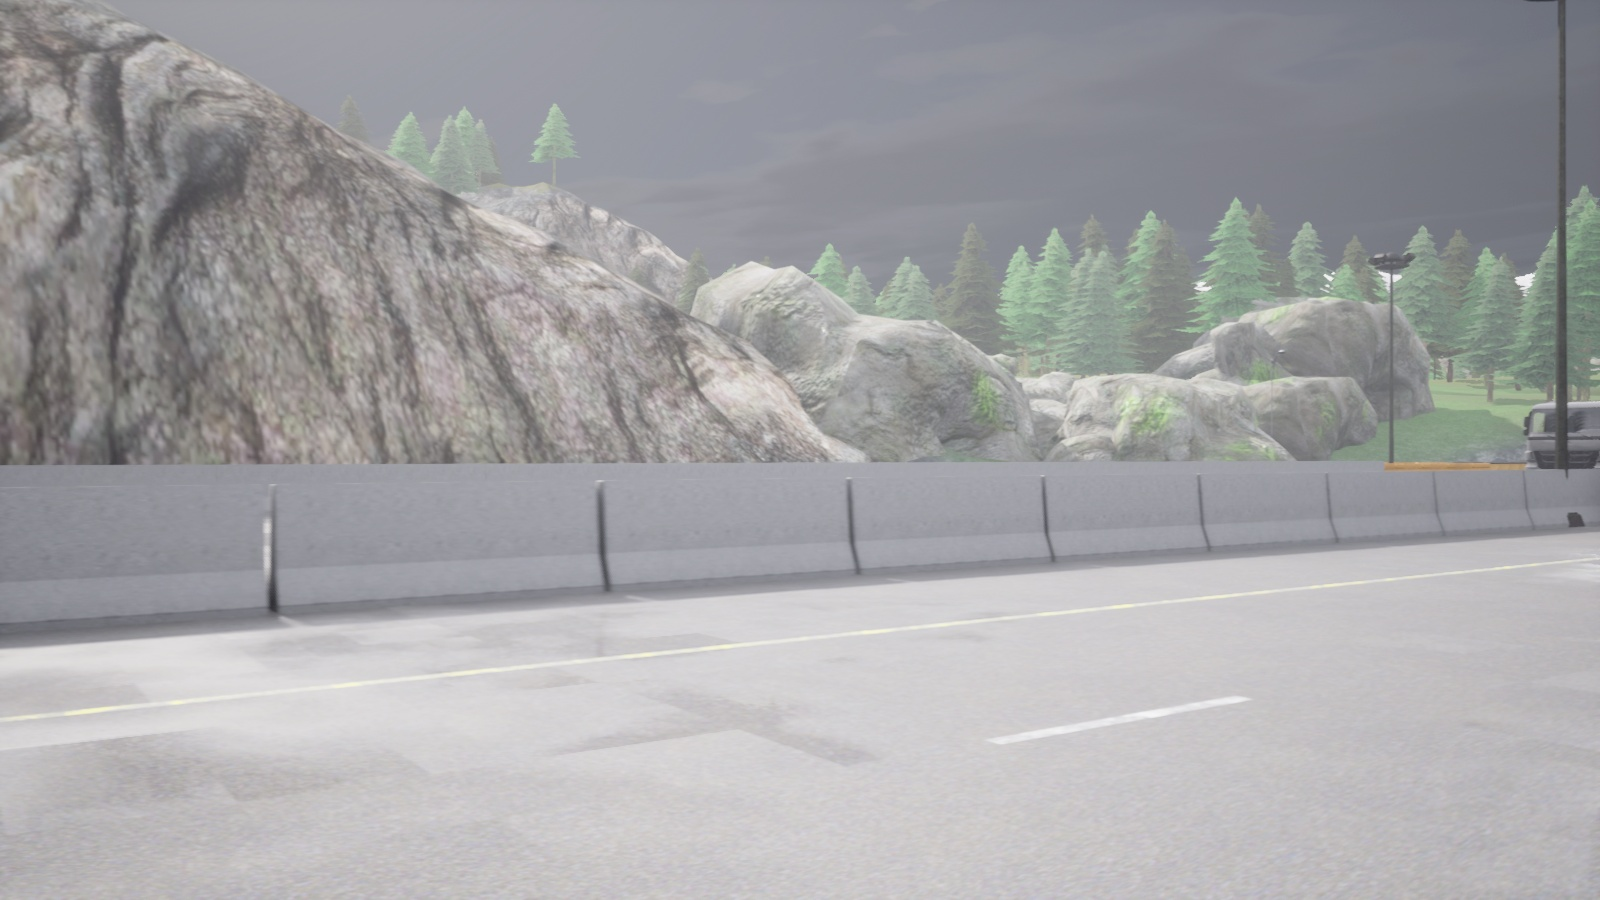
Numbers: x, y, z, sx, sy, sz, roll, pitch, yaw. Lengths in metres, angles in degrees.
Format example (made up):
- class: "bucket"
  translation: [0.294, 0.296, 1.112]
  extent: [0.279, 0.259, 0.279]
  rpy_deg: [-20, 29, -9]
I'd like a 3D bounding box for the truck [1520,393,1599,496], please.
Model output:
- class: "truck"
  translation: [29.584, -0.188, 45.575]
  extent: [7.936, 3.462, 2.891]
  rpy_deg: [0, 0, -35]
